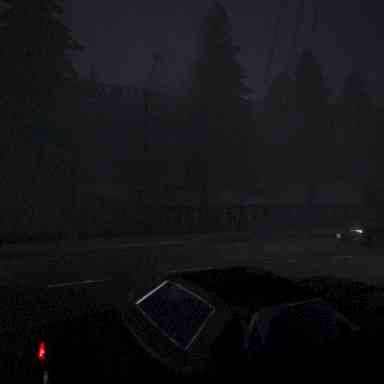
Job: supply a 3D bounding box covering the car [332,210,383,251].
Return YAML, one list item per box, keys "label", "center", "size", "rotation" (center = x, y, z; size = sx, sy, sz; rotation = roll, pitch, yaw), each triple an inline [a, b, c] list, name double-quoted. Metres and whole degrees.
- label: "car"
  center: [8.295, 1.491, 13.695]
  size: [4.902, 1.511, 2.128]
  rotation: [0, 0, -9]

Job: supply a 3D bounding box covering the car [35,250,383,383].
- label: "car"
  center: [0.837, 1.601, 3.820]
  size: [4.718, 1.301, 1.895]
  rotation: [0, 0, -28]
